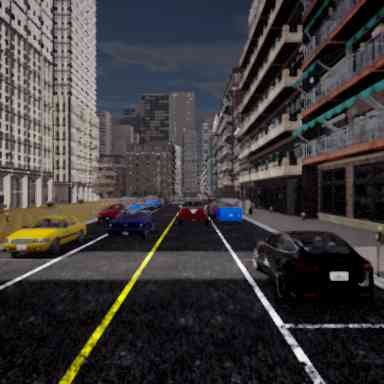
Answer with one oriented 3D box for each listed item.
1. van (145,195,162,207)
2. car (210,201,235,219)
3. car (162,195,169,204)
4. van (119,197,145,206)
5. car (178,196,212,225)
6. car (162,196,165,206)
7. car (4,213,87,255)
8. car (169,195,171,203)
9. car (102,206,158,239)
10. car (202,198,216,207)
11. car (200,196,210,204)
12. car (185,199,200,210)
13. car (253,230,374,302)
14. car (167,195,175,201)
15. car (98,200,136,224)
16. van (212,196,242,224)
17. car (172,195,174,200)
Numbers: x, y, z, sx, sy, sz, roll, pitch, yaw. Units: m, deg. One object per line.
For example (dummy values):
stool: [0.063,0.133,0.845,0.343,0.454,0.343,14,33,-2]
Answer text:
van: [-5.687,1.404,46.842,1.690,1.788,3.998,0,0,0]
car: [2.692,1.582,30.257,1.887,1.381,4.507,0,0,0]
car: [-5.683,1.635,57.898,2.008,1.369,4.403,0,0,0]
van: [-5.690,1.378,30.260,1.690,1.788,3.998,0,0,0]
car: [0.106,1.381,24.775,2.097,1.767,4.553,0,0,0]
car: [-5.684,1.655,52.370,1.802,1.307,4.206,0,0,0]
car: [-5.693,1.541,13.506,1.752,1.417,4.829,0,0,0]
car: [-5.684,1.410,63.426,2.192,1.841,5.009,0,0,0]
car: [-3.074,1.622,17.608,1.895,1.301,4.718,0,0,0]
car: [2.696,1.639,52.367,1.947,1.339,4.313,0,0,0]
car: [2.699,1.547,68.951,1.967,1.590,4.097,0,0,0]
car: [0.110,1.626,45.711,1.994,1.385,4.181,0,0,0]
car: [2.687,1.575,8.147,1.947,1.339,4.313,0,0,0]
car: [-5.677,1.598,91.063,1.967,1.590,4.097,0,0,0]
car: [-5.690,1.574,24.732,1.887,1.381,4.507,0,0,0]
van: [2.690,1.371,24.729,1.690,1.788,3.998,0,0,0]
car: [-5.680,1.664,74.480,1.887,1.381,4.507,0,0,0]
